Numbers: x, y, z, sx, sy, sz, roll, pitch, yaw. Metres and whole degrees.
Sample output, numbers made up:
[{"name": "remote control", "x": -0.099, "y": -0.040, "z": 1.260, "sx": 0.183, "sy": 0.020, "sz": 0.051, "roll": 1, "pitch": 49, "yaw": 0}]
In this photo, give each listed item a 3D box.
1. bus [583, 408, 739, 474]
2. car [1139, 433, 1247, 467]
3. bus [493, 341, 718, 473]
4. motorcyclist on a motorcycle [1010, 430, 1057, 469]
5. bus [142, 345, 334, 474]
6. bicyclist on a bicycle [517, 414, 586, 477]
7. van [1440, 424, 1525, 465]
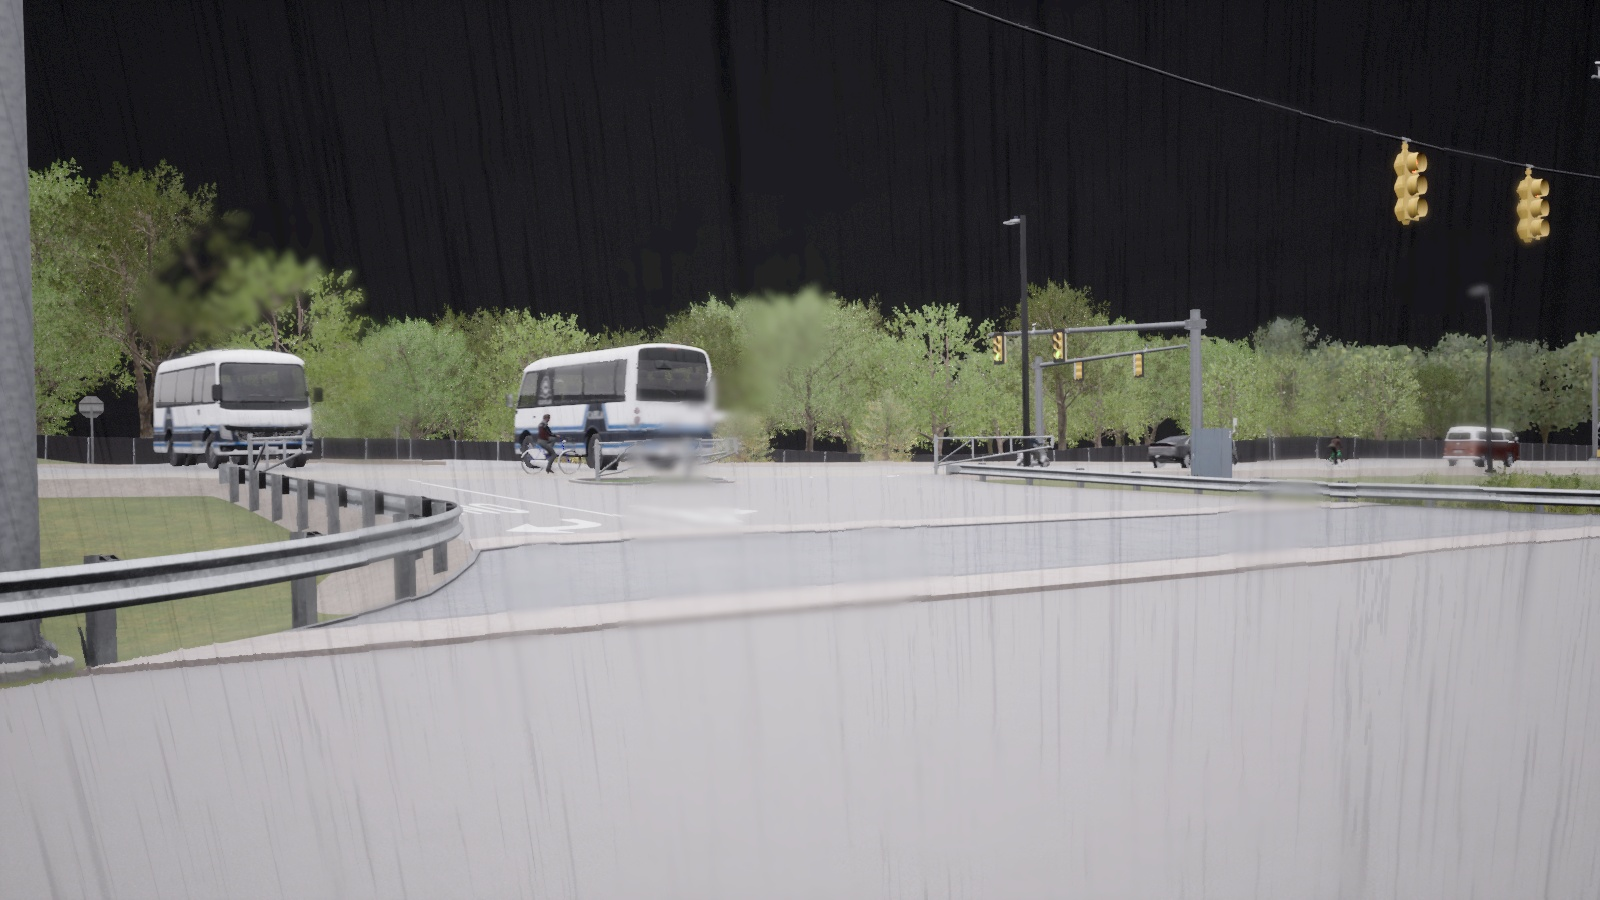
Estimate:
[{"name": "bus", "x": -9.931, "y": -0.651, "z": 90.359, "sx": 10.273, "sy": 4.253, "sz": 3.944, "roll": 2, "pitch": -1, "yaw": 10}, {"name": "car", "x": 18.036, "y": -0.010, "z": 57.573, "sx": 4.902, "sy": 1.511, "sz": 2.128, "roll": 0, "pitch": 0, "yaw": -34}, {"name": "bus", "x": -7.392, "y": -1.371, "z": 45.991, "sx": 3.944, "sy": 4.253, "sz": 10.273, "roll": 0, "pitch": 0, "yaw": -35}, {"name": "motorcyclist on a motorcycle", "x": 9.647, "y": -0.006, "z": 51.904, "sx": 1.817, "sy": 1.590, "sz": 0.866, "roll": 0, "pitch": 0, "yaw": -34}, {"name": "bus", "x": -21.057, "y": -1.387, "z": 46.598, "sx": 3.944, "sy": 4.253, "sz": 10.273, "roll": -1, "pitch": 1, "yaw": -39}, {"name": "bicyclist on a bicycle", "x": -7.179, "y": -0.128, "z": 36.291, "sx": 1.843, "sy": 1.776, "sz": 0.659, "roll": 0, "pitch": 2, "yaw": -34}, {"name": "van", "x": 35.378, "y": -0.267, "z": 65.070, "sx": 4.480, "sy": 2.038, "sz": 2.069, "roll": 0, "pitch": 0, "yaw": -34}]
